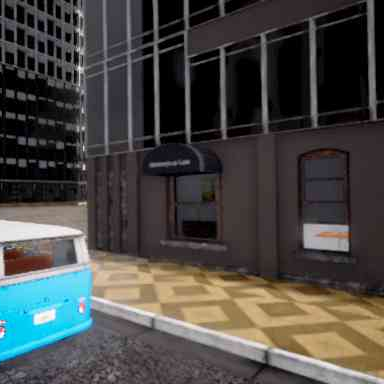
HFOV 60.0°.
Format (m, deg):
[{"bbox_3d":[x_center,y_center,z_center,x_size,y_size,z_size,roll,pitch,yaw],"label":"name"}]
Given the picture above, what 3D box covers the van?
[{"bbox_3d":[-3.358,1.343,5.290,3.998,1.788,1.690,0,-1,36],"label":"van"}]
